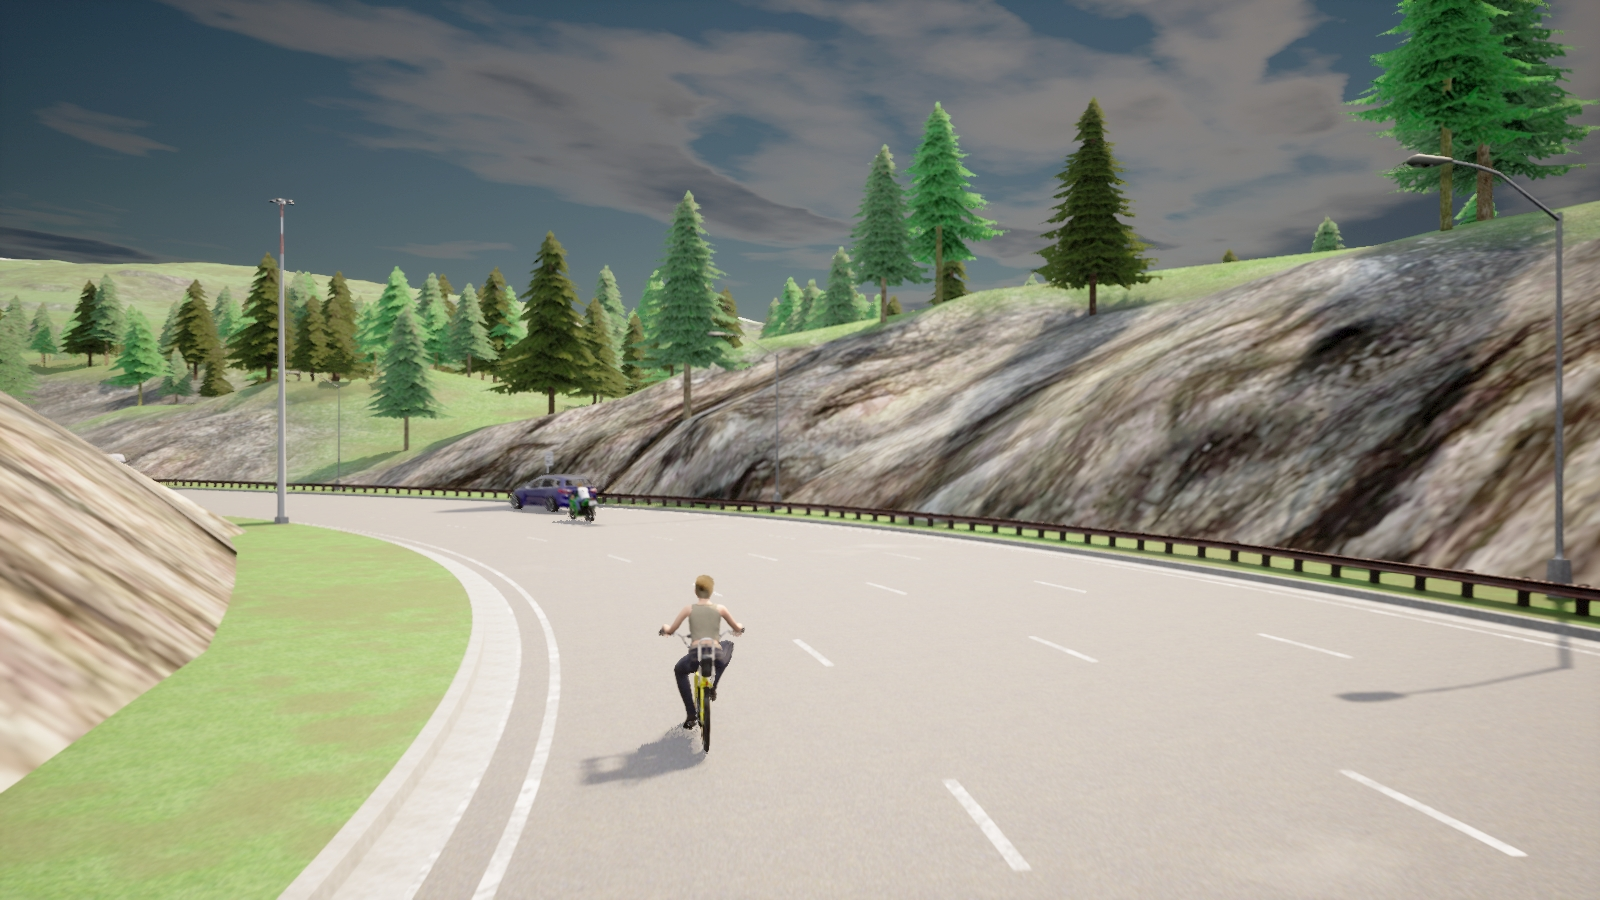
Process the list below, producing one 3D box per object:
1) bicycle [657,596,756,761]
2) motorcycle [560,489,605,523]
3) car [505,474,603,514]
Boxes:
[{"bbox_3d":[-0.935,2.158,11.063,0.859,1.276,1.487,0,0,-8],"label":"bicycle"},{"bbox_3d":[-8.497,2.186,44.581,0.803,1.199,2.033,-2,1,-39],"label":"motorcycle"},{"bbox_3d":[-11.387,1.968,52.731,4.611,1.667,2.242,0,0,44],"label":"car"}]
